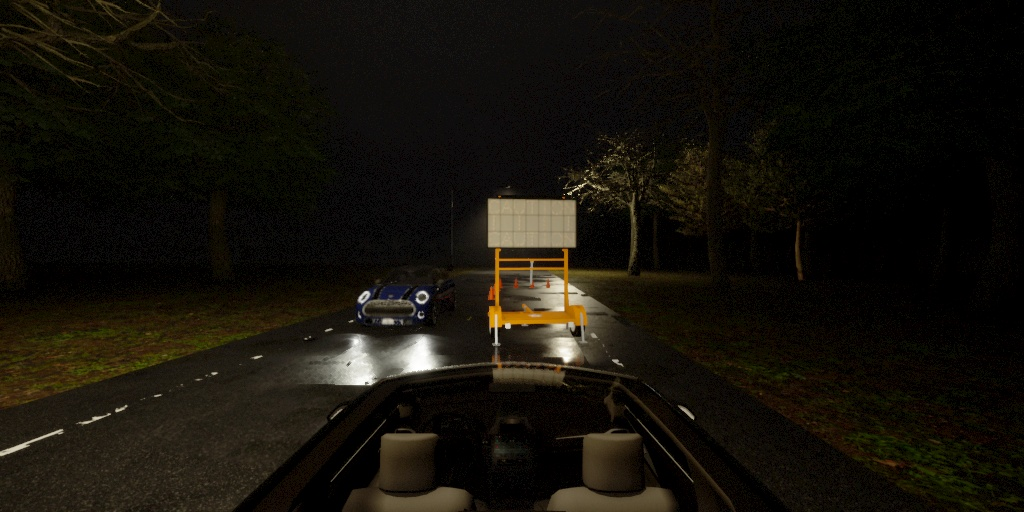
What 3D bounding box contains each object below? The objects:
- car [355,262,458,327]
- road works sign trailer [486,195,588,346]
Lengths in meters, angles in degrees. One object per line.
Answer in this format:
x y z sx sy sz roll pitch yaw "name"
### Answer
-3.125 1.099 11.486 2.097 1.767 4.553 0 0 2 "car"
0.505 0.212 9.513 2.380 3.560 2.880 0 0 -6 "road works sign trailer"
